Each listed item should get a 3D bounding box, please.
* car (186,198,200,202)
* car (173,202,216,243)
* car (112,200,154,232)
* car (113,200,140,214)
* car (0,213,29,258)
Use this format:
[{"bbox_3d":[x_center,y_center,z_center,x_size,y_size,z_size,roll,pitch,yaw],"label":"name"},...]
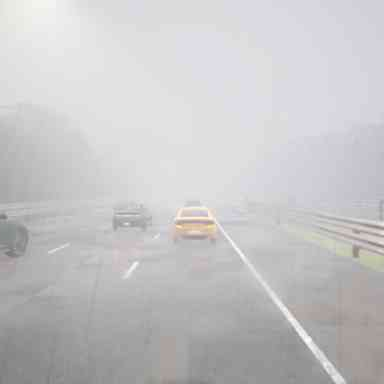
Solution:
[{"bbox_3d":[0.116,1.456,36.821,1.837,1.490,4.892,0,0,0],"label":"car"},{"bbox_3d":[0.107,1.448,16.049,1.882,1.535,5.008,0,0,0],"label":"car"},{"bbox_3d":[-3.392,1.455,19.792,2.128,1.511,4.902,0,0,0],"label":"car"},{"bbox_3d":[-6.885,1.552,35.264,1.895,1.301,4.718,0,0,0],"label":"car"},{"bbox_3d":[-6.896,1.209,9.509,2.150,2.045,5.566,0,0,0],"label":"car"}]
